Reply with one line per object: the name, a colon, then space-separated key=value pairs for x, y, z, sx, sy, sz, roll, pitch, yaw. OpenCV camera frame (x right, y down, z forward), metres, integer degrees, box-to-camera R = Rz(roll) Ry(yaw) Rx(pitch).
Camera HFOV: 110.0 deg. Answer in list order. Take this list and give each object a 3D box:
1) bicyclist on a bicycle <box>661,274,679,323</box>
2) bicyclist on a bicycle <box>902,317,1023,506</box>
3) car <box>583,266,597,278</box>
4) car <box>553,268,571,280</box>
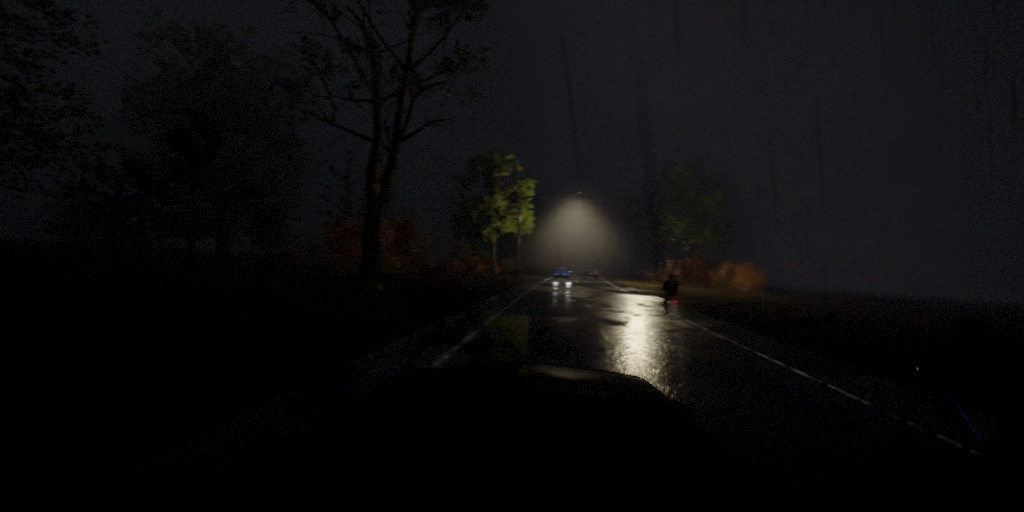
bicyclist on a bicycle: x=5.865 y=1.537 z=13.431 sx=0.659 sy=1.776 sz=1.843 roll=3 pitch=-1 yaw=8
bicyclist on a bicycle: x=4.495 y=1.427 z=3.399 sx=0.582 sy=1.620 sz=1.656 roll=3 pitch=-1 yaw=7
car: x=12.277 y=2.691 z=56.257 sx=1.994 sy=1.385 sz=4.181 roll=3 pitch=-1 yaw=11
car: x=6.176 y=2.160 z=43.954 sx=1.812 sy=1.442 sz=4.674 roll=2 pitch=-1 yaw=10
